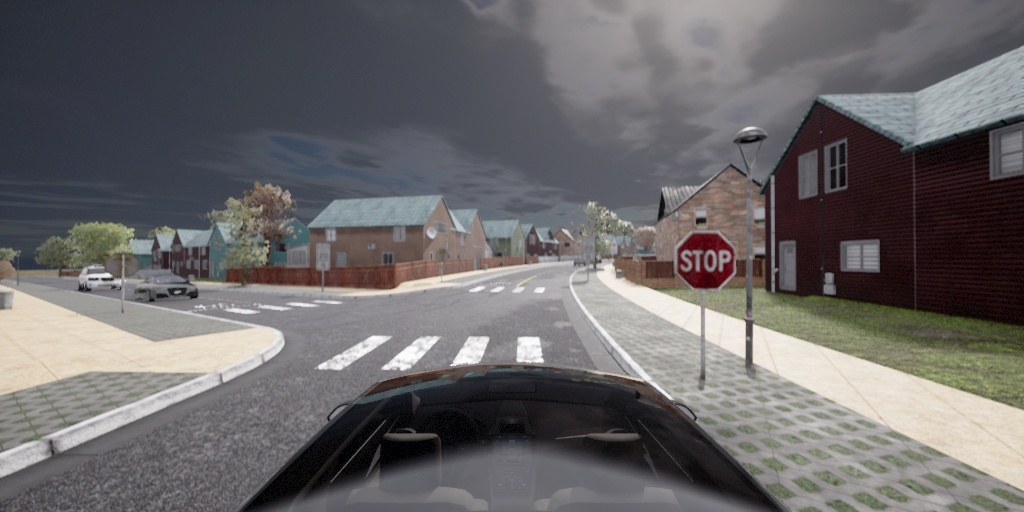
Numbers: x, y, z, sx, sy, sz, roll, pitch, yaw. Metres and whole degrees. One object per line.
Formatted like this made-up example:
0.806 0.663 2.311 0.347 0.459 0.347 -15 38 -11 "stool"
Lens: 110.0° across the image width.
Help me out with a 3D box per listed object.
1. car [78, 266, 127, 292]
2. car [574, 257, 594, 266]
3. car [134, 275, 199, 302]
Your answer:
-34.380 1.883 30.035 5.566 2.045 2.150 -1 -1 34 "car"
11.072 0.824 56.783 2.128 1.511 4.902 0 0 23 "car"
-19.489 1.783 20.202 4.181 1.385 1.994 -2 -1 33 "car"
